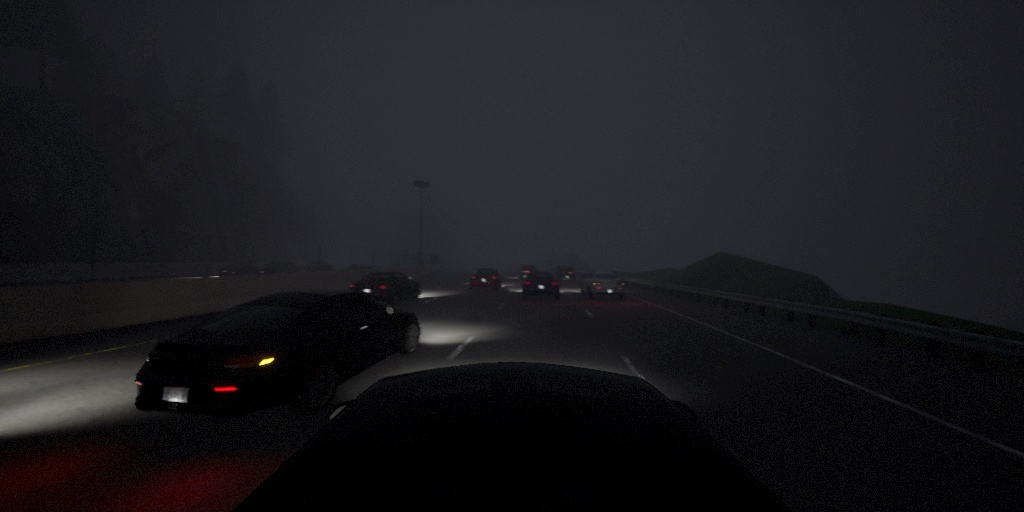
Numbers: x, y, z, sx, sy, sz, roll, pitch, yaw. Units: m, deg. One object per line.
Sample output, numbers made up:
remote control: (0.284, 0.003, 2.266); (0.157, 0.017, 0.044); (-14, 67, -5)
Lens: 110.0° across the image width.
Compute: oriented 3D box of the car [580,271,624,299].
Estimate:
car: (5.097, 1.577, 20.528); (1.812, 1.442, 4.674); (1, -1, 3)

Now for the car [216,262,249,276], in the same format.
car: (-26.461, 1.240, 34.956); (1.994, 1.385, 4.181); (1, -1, -2)

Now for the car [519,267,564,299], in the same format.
car: (1.574, 1.550, 20.025); (1.994, 1.385, 4.181); (1, -1, 3)

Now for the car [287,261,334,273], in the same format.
car: (-19.475, 1.292, 35.433); (2.128, 1.511, 4.902); (1, -1, -2)

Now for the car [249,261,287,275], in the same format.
car: (-22.969, 1.244, 35.255); (1.837, 1.490, 4.892); (1, -1, -2)

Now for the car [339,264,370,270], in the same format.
car: (-16.034, 1.479, 37.037); (1.895, 1.301, 4.718); (1, -1, -2)

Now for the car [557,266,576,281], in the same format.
car: (5.148, 1.737, 36.170); (1.837, 1.490, 4.892); (1, 0, -2)

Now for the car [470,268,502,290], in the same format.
car: (-1.756, 1.549, 24.988); (1.994, 1.385, 4.181); (1, -1, 1)

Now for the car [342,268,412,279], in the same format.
car: (-5.647, 1.384, 16.299); (1.994, 1.385, 4.181); (1, -1, 4)

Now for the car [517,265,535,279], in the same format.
car: (1.641, 1.682, 36.638); (1.837, 1.490, 4.892); (1, 0, -2)

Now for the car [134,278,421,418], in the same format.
car: (-3.118, 1.270, 5.927); (1.812, 1.442, 4.674); (1, -1, 8)
